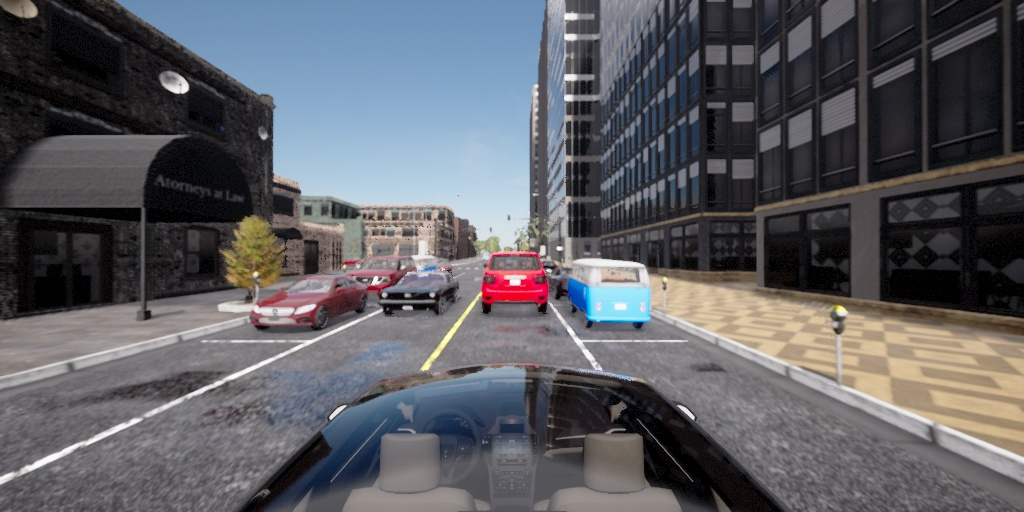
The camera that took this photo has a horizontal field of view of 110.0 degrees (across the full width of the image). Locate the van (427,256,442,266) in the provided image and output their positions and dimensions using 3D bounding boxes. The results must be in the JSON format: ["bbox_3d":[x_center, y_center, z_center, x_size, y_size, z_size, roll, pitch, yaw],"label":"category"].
[{"bbox_3d":[-5.717,0.868,21.963,1.690,1.789,3.998,0,0,0],"label":"van"}]

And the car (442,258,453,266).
[{"bbox_3d":[-5.724,0.905,27.607,1.967,1.591,4.097,0,0,0],"label":"car"}]

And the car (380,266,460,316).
[{"bbox_3d":[-3.115,1.227,12.917,1.895,1.301,4.718,0,1,0],"label":"car"}]

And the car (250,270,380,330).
[{"bbox_3d":[-5.701,1.233,10.676,1.802,1.307,4.207,0,0,0],"label":"car"}]

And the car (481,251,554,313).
[{"bbox_3d":[0.083,0.843,13.420,2.150,2.045,5.566,0,1,0],"label":"car"}]

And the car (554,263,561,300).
[{"bbox_3d":[2.639,1.155,16.275,1.948,1.339,4.313,0,0,0],"label":"car"}]

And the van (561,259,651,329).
[{"bbox_3d":[2.647,0.992,10.632,1.690,1.789,3.998,0,0,0],"label":"van"}]

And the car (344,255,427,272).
[{"bbox_3d":[-5.709,0.904,16.319,2.192,1.841,5.009,0,0,0],"label":"car"}]
